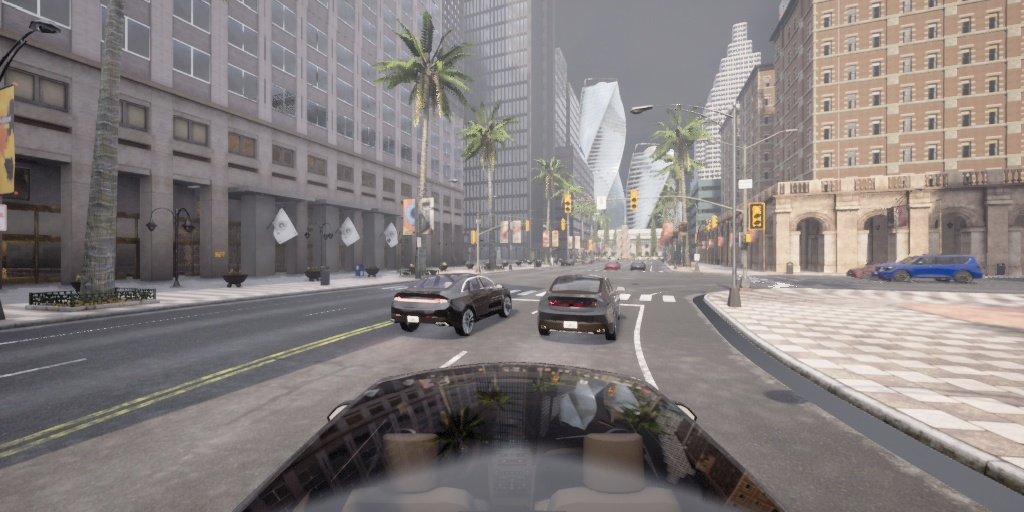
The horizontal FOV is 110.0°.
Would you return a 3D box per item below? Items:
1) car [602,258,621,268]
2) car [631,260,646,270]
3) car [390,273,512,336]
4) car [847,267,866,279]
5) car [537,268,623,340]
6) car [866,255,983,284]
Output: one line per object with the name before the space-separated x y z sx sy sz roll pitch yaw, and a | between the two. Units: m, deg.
car | 14.910 1.314 52.769 1.994 1.385 4.181 0 0 22
car | 18.140 1.314 51.424 1.994 1.385 4.181 0 0 22
car | -1.482 1.242 10.541 2.128 1.511 4.902 0 0 19
car | 31.287 1.314 30.408 4.181 1.385 1.994 0 0 21
car | 2.042 1.255 10.123 1.837 1.490 4.892 0 0 18
car | 30.846 0.971 26.820 5.566 2.045 2.150 0 0 21
